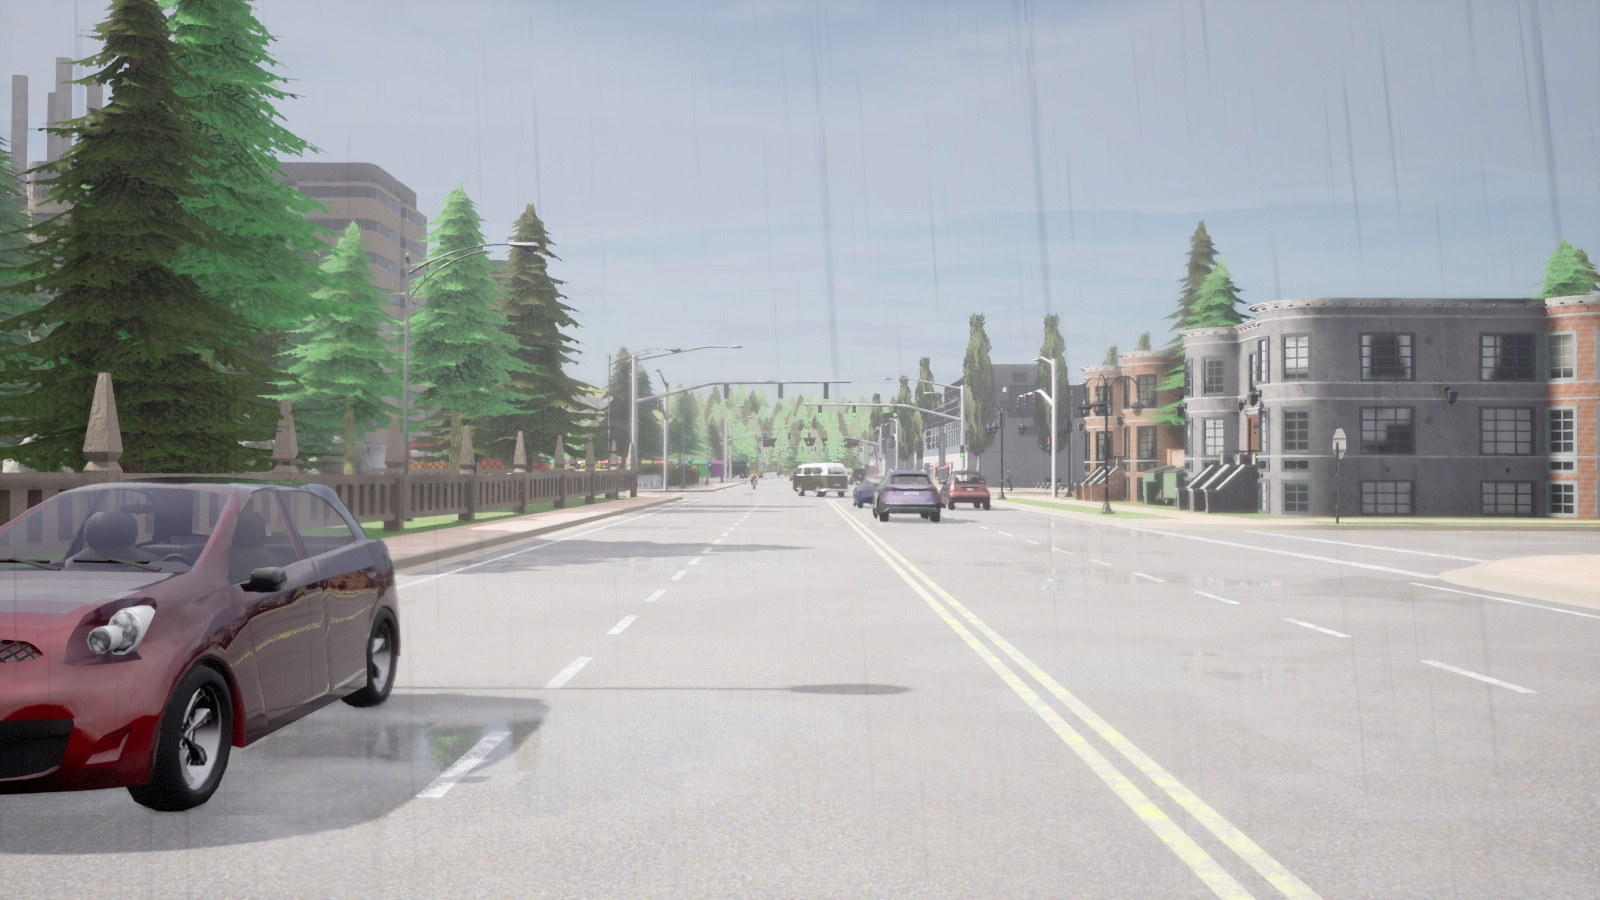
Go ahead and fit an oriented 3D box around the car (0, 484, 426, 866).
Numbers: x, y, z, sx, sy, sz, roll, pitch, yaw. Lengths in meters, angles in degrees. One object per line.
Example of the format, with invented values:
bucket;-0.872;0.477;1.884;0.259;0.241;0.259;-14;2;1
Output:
car;-3.515;0.958;6.892;1.845;1.501;3.633;0;-1;0

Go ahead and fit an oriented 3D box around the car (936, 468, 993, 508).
car;6.882;1.569;52.770;1.851;1.617;3.988;0;-1;0

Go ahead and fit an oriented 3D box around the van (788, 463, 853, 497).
van;1.179;1.804;75.869;2.069;2.038;4.480;1;-1;-27

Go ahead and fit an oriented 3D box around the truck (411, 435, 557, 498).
truck;-19.814;1.054;79.054;8.468;3.827;2.891;0;-1;0

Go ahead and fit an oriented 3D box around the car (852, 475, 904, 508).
car;3.378;1.783;54.797;1.994;1.385;4.181;0;-1;0

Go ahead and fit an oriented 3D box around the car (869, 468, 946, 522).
car;3.409;1.412;40.671;2.033;1.649;4.856;0;-1;0
